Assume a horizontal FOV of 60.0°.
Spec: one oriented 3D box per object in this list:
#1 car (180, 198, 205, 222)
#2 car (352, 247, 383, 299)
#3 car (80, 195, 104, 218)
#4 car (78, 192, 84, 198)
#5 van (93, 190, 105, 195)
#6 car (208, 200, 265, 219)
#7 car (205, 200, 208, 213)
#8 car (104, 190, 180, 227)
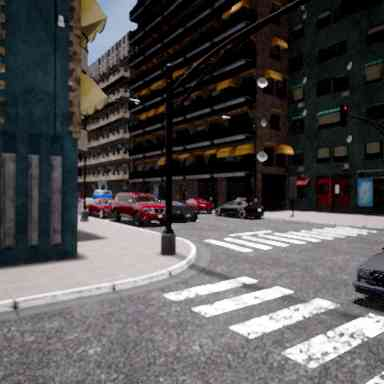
[{"bbox_3d":[-1.407,1.245,22.231,1.994,1.385,4.181,0,1,-36],"label":"car"},{"bbox_3d":[5.805,1.512,7.440,5.357,1.411,2.033,0,0,-36],"label":"car"},{"bbox_3d":[-6.518,1.141,24.855,1.887,1.381,4.507,1,0,-36],"label":"car"},{"bbox_3d":[-19.444,0.687,56.754,1.887,1.381,4.507,1,0,-36],"label":"car"},{"bbox_3d":[-12.868,0.646,47.759,1.690,1.788,3.998,1,0,-36],"label":"van"},{"bbox_3d":[3.558,1.278,25.269,1.947,1.339,4.313,1,0,-36],"label":"car"},{"bbox_3d":[0.272,1.213,29.767,1.802,1.307,4.206,1,0,-36],"label":"car"},{"bbox_3d":[-3.226,0.993,20.357,2.192,1.841,5.009,1,0,-36],"label":"car"}]
